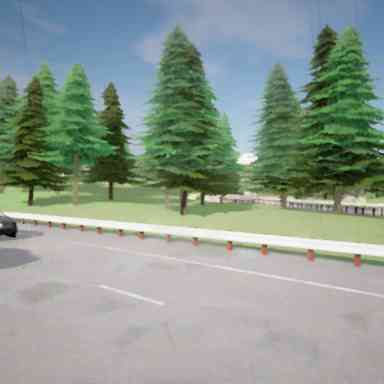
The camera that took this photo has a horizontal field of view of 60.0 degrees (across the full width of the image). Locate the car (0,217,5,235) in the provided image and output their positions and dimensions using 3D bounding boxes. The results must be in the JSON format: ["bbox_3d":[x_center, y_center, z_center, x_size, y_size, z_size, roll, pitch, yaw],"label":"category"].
[{"bbox_3d":[-8.082,1.445,10.097,5.357,1.411,2.033,1,0,36],"label":"car"}]

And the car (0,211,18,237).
[{"bbox_3d":[-10.137,1.430,15.811,4.181,1.385,1.994,1,0,35],"label":"car"}]
